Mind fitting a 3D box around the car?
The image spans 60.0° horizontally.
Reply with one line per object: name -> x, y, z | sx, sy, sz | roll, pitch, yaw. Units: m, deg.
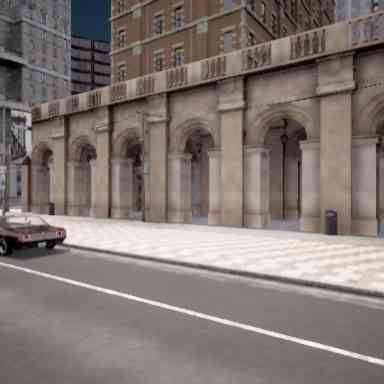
car -> -7.029, 1.552, 12.874 | 4.718, 1.301, 1.895 | 0, 0, 35
